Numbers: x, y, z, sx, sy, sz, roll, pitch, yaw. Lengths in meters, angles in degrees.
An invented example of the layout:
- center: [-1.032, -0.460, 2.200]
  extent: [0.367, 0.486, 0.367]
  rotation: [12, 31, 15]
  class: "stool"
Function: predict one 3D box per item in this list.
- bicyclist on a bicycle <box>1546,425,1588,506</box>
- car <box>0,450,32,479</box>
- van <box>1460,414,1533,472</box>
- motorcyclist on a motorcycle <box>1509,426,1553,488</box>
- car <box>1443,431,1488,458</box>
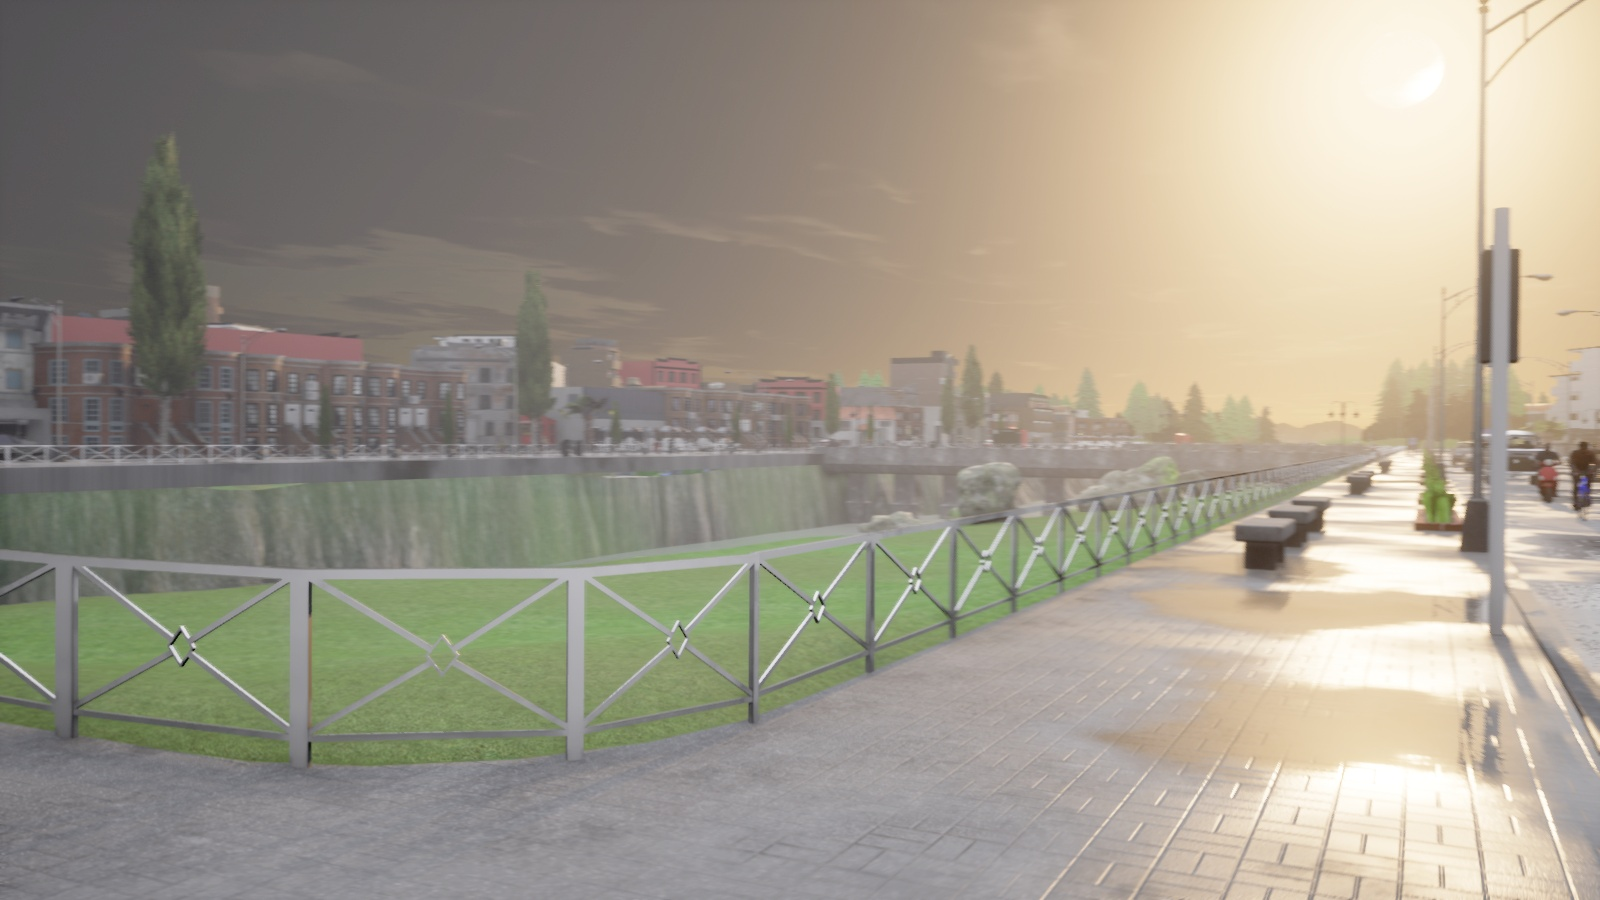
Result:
- center: [15.762, 0.292, 25.832]
  extent: [0.582, 1.620, 1.656]
  rotation: [0, 1, 26]
  class: "bicyclist on a bicycle"
- center: [-40.366, 0.739, 60.595]
  extent: [2.033, 1.411, 5.357]
  rotation: [0, 1, 26]
  class: "car"
- center: [25.600, -0.270, 46.267]
  extent: [2.069, 2.038, 4.480]
  rotation: [0, 1, 26]
  class: "van"
- center: [19.300, 0.173, 33.181]
  extent: [0.866, 1.590, 1.817]
  rotation: [0, 1, 26]
  class: "motorcyclist on a motorcycle"
- center: [36.898, -0.328, 69.724]
  extent: [2.033, 1.411, 5.357]
  rotation: [0, 1, 26]
  class: "car"
